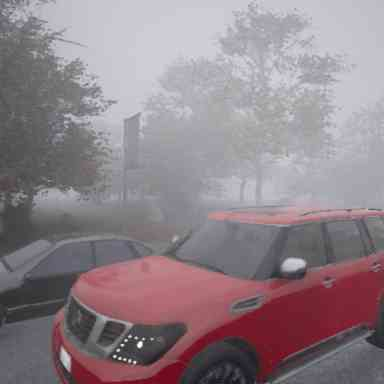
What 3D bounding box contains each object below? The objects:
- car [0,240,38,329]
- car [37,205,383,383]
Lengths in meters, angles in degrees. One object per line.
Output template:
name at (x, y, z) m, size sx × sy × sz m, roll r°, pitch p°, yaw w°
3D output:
car at (-2.333, 1.566, 6.628) m, size 5.357 × 1.411 × 2.033 m, roll 0°, pitch 0°, yaw -36°
car at (1.059, 1.246, 4.751) m, size 5.566 × 2.045 × 2.150 m, roll 1°, pitch 0°, yaw -36°
